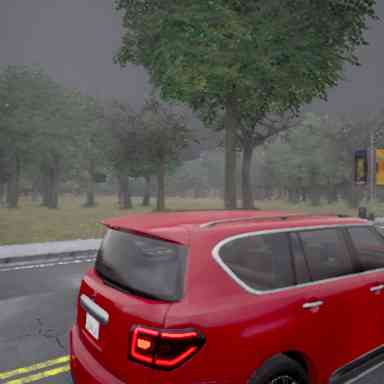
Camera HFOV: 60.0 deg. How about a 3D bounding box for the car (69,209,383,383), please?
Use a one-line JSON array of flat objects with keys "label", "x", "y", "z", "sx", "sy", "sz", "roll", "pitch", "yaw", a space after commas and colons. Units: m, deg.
[{"label": "car", "x": 1.331, "y": 1.250, "z": 4.410, "sx": 5.566, "sy": 2.045, "sz": 2.150, "roll": 0, "pitch": 0, "yaw": -35}]
